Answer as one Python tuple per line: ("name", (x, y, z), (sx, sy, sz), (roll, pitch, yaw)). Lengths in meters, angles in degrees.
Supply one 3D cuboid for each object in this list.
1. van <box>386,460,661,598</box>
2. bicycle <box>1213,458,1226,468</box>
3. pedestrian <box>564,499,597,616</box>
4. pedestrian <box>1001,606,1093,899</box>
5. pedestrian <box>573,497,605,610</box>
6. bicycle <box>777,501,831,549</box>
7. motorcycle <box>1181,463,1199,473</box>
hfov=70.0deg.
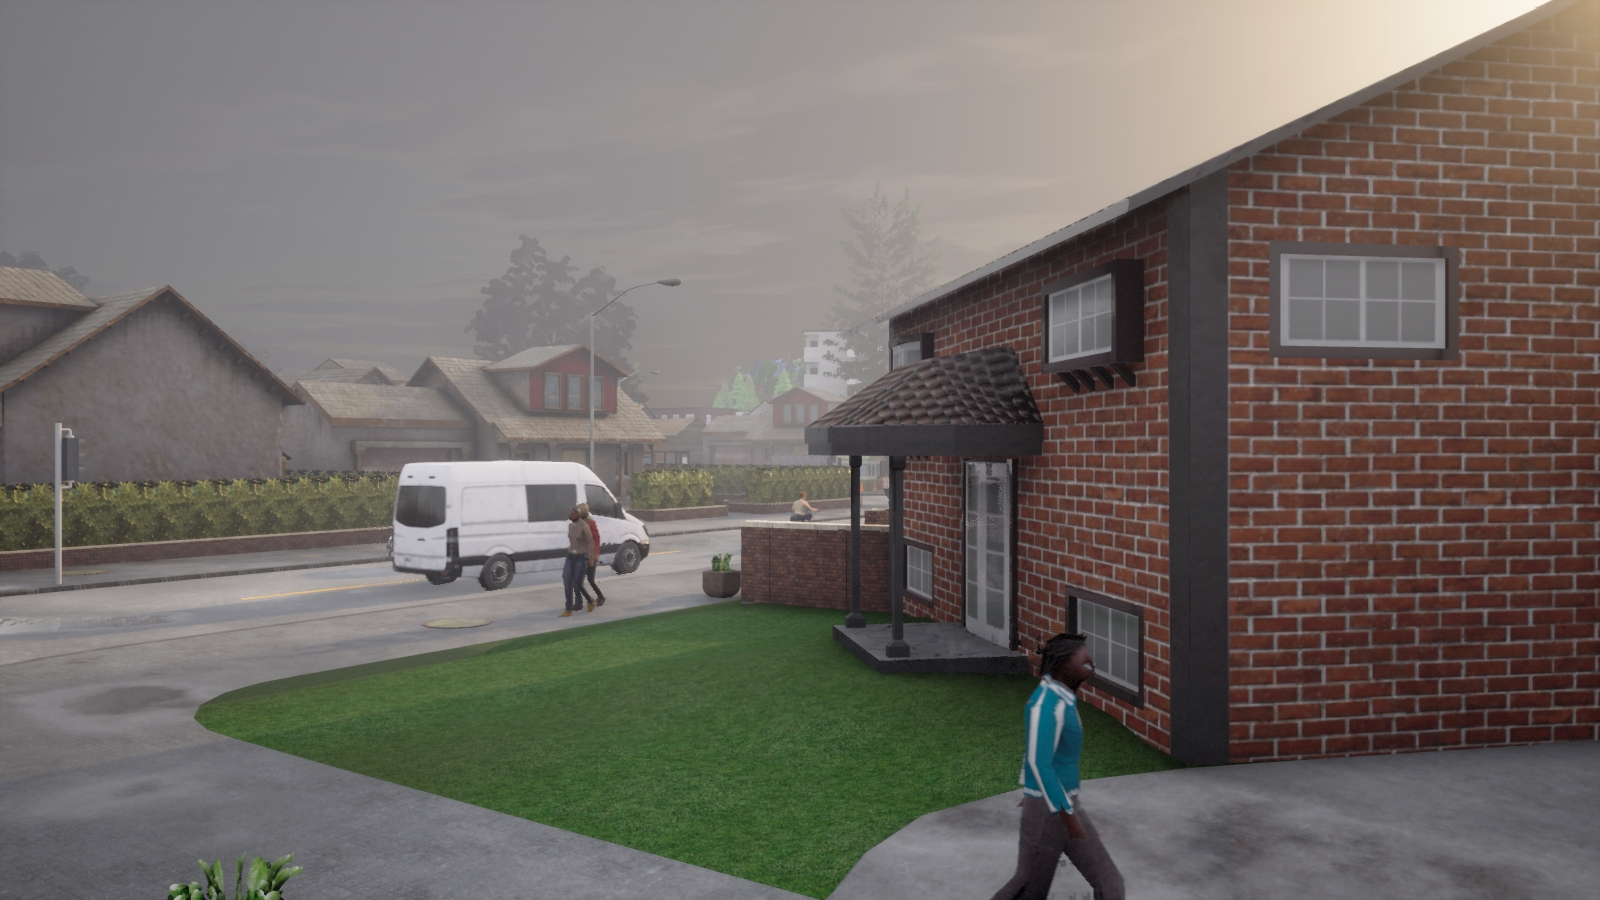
("van", (-5.743, 1.523, 24.656), (1.988, 2.561, 5.915), (0, 0, 36))
("bicycle", (65.402, 2.028, 177.927), (1.835, 1.471, 0.329), (-2, -1, 35))
("pedestrian", (-3.572, 1.736, 18.577), (0.375, 1.860, 0.375), (0, 0, 30))
("pedestrian", (1.240, 1.744, 5.715), (0.375, 1.860, 0.375), (0, 0, 24))
("pedestrian", (-3.548, 1.735, 19.237), (0.375, 1.860, 0.375), (0, 0, 32))
("bicycle", (0.118, 2.146, 32.947), (0.859, 1.276, 1.487), (0, 0, 35))
("motorcycle", (47.455, 2.161, 139.026), (2.033, 1.199, 0.803), (0, 0, 35))
